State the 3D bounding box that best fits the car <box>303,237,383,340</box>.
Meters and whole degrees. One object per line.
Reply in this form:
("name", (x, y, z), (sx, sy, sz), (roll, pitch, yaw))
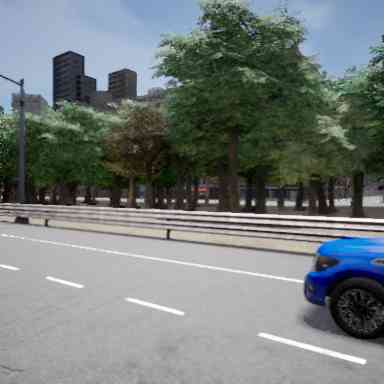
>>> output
("car", (4.595, 1.223, 4.890), (5.566, 2.045, 2.150), (0, 0, 36))
